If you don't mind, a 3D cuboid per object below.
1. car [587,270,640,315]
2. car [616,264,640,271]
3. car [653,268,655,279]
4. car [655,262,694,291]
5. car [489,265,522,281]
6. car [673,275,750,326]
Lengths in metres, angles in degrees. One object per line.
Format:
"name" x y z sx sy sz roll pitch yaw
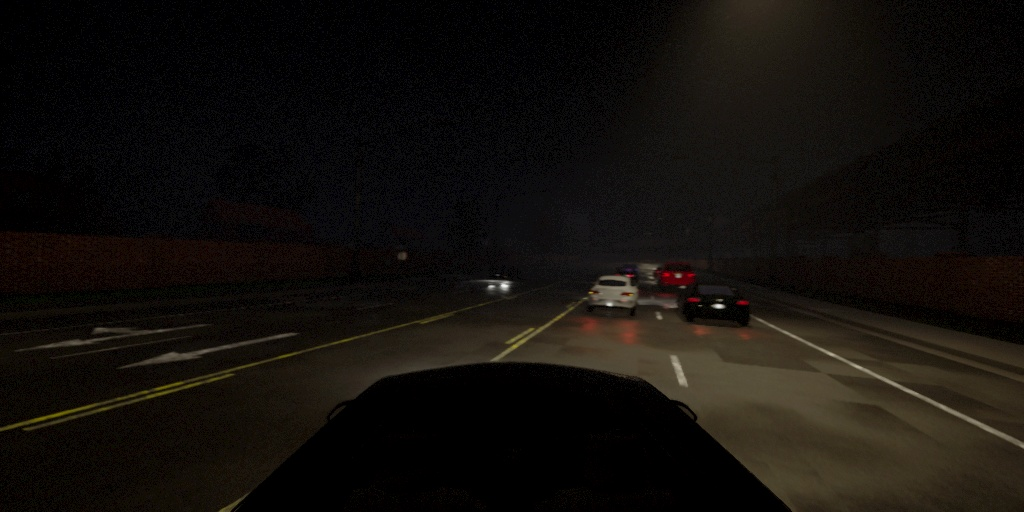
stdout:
"car" 4.362 1.547 15.271 1.812 1.442 4.674 1 0 20
"car" 9.097 1.649 28.611 2.128 1.511 4.902 1 0 20
"car" 16.544 1.822 39.177 1.994 1.385 4.181 1 1 20
"car" 12.068 1.457 26.537 2.150 2.045 5.566 1 0 20
"car" -0.559 1.483 33.056 1.994 1.385 4.181 1 0 20
"car" 7.529 1.661 13.741 1.994 1.385 4.181 1 0 20
